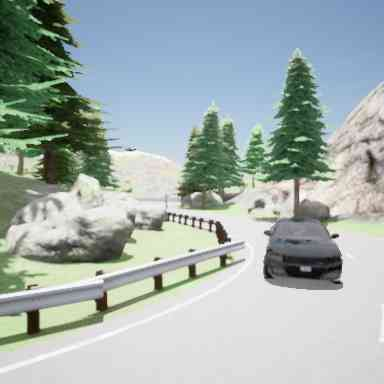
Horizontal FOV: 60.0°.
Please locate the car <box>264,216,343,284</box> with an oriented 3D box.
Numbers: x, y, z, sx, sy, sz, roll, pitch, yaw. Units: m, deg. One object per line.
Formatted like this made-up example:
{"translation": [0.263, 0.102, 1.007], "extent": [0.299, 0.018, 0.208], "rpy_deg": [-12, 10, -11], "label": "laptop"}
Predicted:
{"translation": [3.300, 1.549, 10.206], "extent": [1.882, 1.535, 5.008], "rpy_deg": [1, 0, 15], "label": "car"}
